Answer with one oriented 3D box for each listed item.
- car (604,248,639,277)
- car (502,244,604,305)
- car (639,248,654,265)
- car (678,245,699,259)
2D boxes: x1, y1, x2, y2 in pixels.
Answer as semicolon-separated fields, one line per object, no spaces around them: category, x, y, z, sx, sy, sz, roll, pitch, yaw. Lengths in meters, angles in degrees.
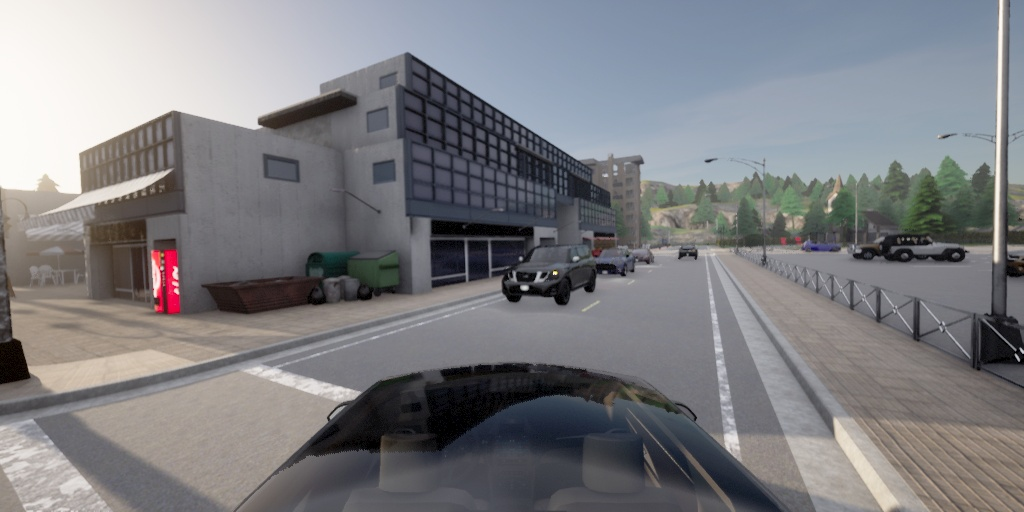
car;6.474;0.285;22.927;2.097;1.767;4.553;-1;2;28
car;1.700;0.566;14.012;2.150;2.045;5.566;-1;2;28
car;11.859;-0.003;32.951;1.812;1.442;4.674;-1;2;29
car;19.845;-0.467;40.316;1.837;1.490;4.892;-1;2;28
